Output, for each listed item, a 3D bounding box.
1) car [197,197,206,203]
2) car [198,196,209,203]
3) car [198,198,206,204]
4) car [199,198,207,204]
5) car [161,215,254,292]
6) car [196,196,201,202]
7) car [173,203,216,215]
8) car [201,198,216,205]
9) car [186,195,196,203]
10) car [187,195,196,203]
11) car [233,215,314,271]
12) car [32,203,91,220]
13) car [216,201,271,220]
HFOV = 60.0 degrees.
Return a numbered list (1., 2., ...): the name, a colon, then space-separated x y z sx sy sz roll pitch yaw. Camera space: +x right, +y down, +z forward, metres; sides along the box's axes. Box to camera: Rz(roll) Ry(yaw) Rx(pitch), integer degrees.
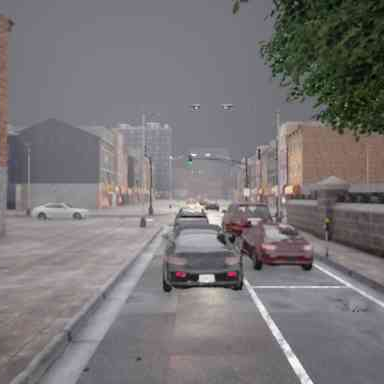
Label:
1. car: 2.461 2.131 86.251 2.008 1.369 4.403 0 -1 0
2. car: 2.519 1.903 59.065 1.887 1.381 4.507 1 0 0
3. car: 2.472 2.115 80.813 1.802 1.307 4.206 0 -1 0
4. car: 2.484 2.070 75.376 1.802 1.307 4.206 0 0 0
5. car: 0.164 1.568 8.942 1.812 1.442 4.674 0 0 -3
6. car: 2.509 1.715 64.503 2.192 1.841 5.009 1 0 0
7. car: -0.062 1.588 19.026 2.128 1.511 4.902 0 0 -2
8. car: 2.554 1.787 42.753 1.887 1.381 4.507 1 0 0
9. car: -0.154 1.823 72.962 2.097 1.767 4.553 0 0 0
10. car: -0.176 1.780 83.265 2.150 2.045 5.566 0 -1 0
11. car: 2.622 1.635 10.874 1.802 1.307 4.206 1 0 0
12. car: -10.930 1.639 27.892 4.674 1.442 1.812 0 -1 -2
13. car: 2.614 1.396 16.325 2.192 1.841 5.009 1 0 0
